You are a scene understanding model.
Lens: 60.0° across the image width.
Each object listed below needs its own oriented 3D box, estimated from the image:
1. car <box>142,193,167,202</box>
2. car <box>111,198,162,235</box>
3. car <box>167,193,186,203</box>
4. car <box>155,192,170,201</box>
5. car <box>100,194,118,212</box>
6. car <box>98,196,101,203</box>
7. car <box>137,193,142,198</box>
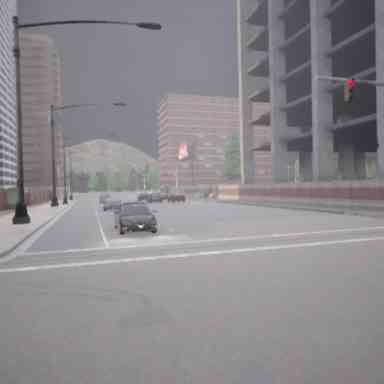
[{"bbox_3d":[-5.752,0.946,50.775,2.128,1.511,4.902,-2,1,-17],"label":"car"},{"bbox_3d":[-3.125,1.337,17.960,1.837,1.490,4.892,-2,2,-17],"label":"car"},{"bbox_3d":[-2.445,0.840,51.746,1.882,1.535,5.008,-2,1,-17],"label":"car"},{"bbox_3d":[-5.421,0.828,61.422,1.812,1.442,4.674,-2,1,-17],"label":"car"},{"bbox_3d":[-8.190,1.259,34.422,1.812,1.442,4.674,-2,1,-17],"label":"car"},{"bbox_3d":[-13.682,1.140,52.574,2.128,1.511,4.902,-2,1,-17],"label":"car"},{"bbox_3d":[-8.766,0.901,60.394,1.837,1.490,4.892,-2,1,-17],"label":"car"}]
